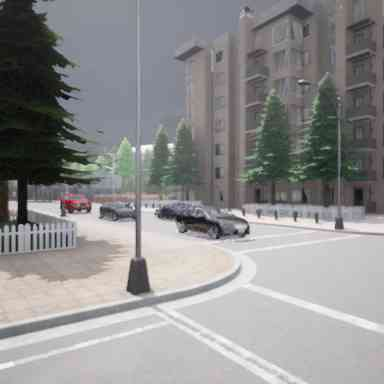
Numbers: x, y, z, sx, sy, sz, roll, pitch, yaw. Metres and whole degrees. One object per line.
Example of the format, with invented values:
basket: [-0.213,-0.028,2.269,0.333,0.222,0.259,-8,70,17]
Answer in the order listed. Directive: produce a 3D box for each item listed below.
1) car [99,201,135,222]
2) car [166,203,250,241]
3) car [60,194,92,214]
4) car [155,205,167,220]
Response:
car: [-6.060,1.521,27.072,1.837,1.490,4.892,0,0,-36]
car: [0.931,1.507,17.151,2.128,1.511,4.902,0,0,-33]
car: [-12.772,1.236,36.378,2.150,2.045,5.566,0,0,-35]
car: [-1.289,1.578,26.749,1.994,1.385,4.181,0,0,-36]
